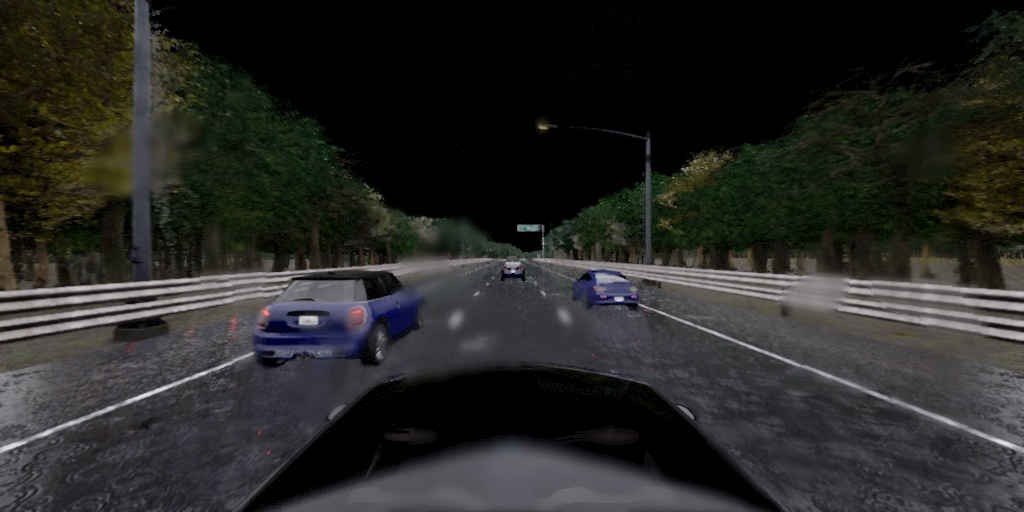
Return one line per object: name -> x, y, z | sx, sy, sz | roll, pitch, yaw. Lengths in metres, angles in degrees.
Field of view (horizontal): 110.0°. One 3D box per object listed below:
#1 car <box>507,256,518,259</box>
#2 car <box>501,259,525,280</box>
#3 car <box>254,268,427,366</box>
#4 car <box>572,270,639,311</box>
car -> 0.087, 1.002, 61.969 | 2.150, 2.045, 5.566 | 0, 0, 0
car -> 0.096, 1.262, 31.204 | 2.163, 1.488, 4.792 | 0, 0, 0
car -> -3.402, 1.104, 8.119 | 2.097, 1.767, 4.553 | 0, 0, 0
car -> 3.598, 1.279, 14.342 | 1.812, 1.442, 4.674 | 0, 0, 0
